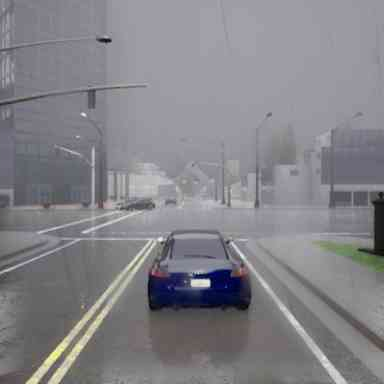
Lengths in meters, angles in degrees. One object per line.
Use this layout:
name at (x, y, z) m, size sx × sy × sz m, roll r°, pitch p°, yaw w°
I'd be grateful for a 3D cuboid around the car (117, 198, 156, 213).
car at (-6.310, 1.499, 37.987) m, size 2.128 × 1.511 × 4.902 m, roll 1°, pitch 1°, yaw 41°

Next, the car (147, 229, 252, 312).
car at (0.089, 1.559, 7.814) m, size 1.994 × 1.385 × 4.181 m, roll 0°, pitch 0°, yaw -2°

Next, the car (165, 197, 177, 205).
car at (-3.555, 1.565, 56.854) m, size 1.895 × 1.301 × 4.718 m, roll 0°, pitch 0°, yaw 0°
